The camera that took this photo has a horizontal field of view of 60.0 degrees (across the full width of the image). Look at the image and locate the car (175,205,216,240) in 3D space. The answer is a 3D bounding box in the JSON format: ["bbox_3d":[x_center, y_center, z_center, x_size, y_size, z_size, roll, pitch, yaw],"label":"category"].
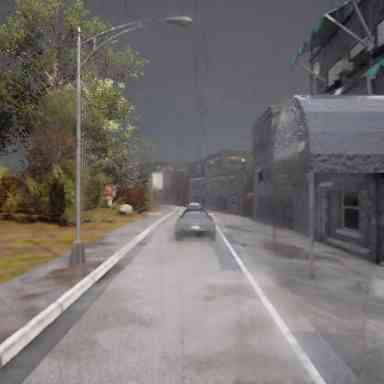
[{"bbox_3d":[0.164,1.569,17.033,1.994,1.385,4.181,0,0,0],"label":"car"}]

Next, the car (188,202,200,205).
[{"bbox_3d":[0.257,1.874,38.026,1.812,1.442,4.674,0,-2,0],"label":"car"}]
